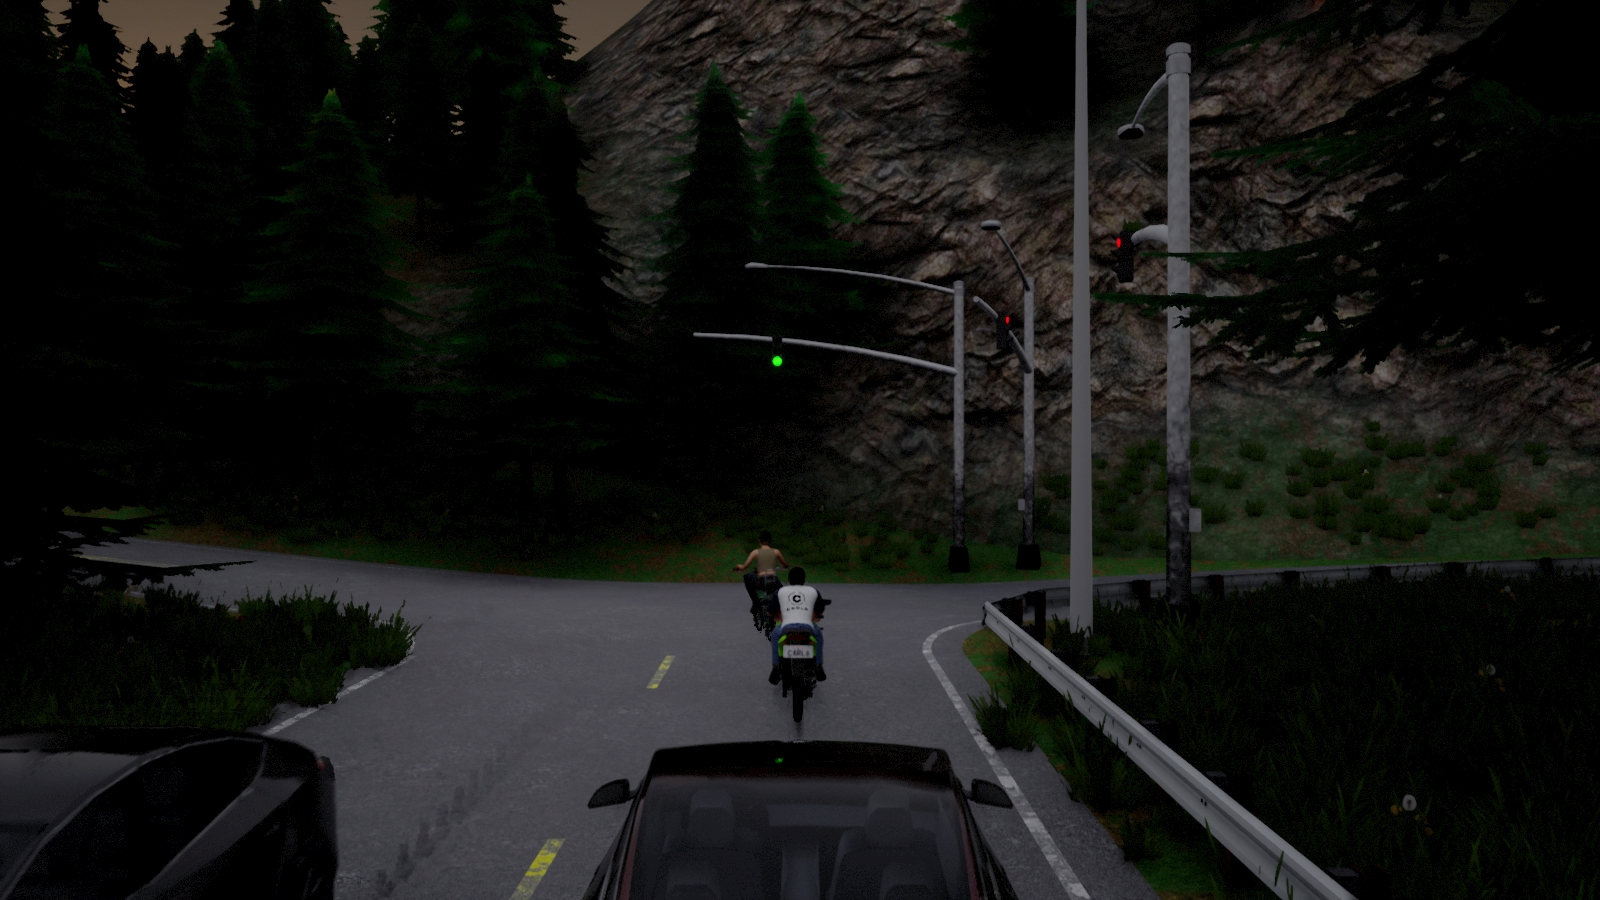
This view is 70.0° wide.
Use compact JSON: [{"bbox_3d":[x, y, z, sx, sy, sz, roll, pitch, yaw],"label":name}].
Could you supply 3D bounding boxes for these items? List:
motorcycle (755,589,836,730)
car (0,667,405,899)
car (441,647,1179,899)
[{"bbox_3d":[-0.051,2.208,12.359,0.803,1.145,2.033,0,0,-1],"label":"motorcycle"},{"bbox_3d":[-3.483,2.060,4.541,2.163,1.488,4.792,0,0,0],"label":"car"},{"bbox_3d":[0.030,2.060,5.231,2.163,1.488,4.792,0,0,0],"label":"car"}]
